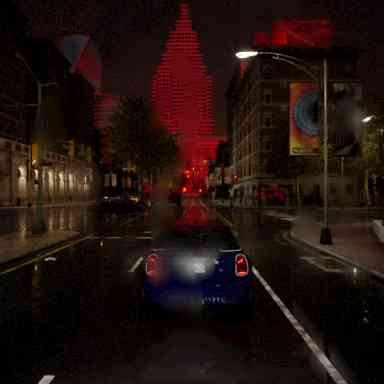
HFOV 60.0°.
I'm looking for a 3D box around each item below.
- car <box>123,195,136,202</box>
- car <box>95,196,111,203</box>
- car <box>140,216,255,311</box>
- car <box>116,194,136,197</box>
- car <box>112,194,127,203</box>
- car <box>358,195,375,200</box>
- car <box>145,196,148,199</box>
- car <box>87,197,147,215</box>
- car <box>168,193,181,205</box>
[{"bbox_3d":[-14.686,1.524,78.451,2.128,1.511,4.902,0,0,0],"label":"car"},{"bbox_3d":[-17.980,1.594,67.444,1.895,1.301,4.718,0,0,0],"label":"car"},{"bbox_3d":[0.105,1.352,7.923,2.097,1.767,4.553,0,0,0],"label":"car"},{"bbox_3d":[-11.356,1.525,56.764,1.812,1.442,4.674,0,0,0],"label":"car"},{"bbox_3d":[-14.729,1.351,68.050,2.097,1.767,4.553,0,0,0],"label":"car"},{"bbox_3d":[34.720,1.480,68.626,2.231,1.521,4.892,0,0,0],"label":"car"},{"bbox_3d":[-11.197,1.552,75.785,1.994,1.385,4.181,0,0,0],"label":"car"},{"bbox_3d":[-7.700,1.547,33.351,5.357,1.411,2.033,0,0,-31],"label":"car"},{"bbox_3d":[-3.140,1.221,59.585,2.150,2.045,5.566,0,0,0],"label":"car"}]
